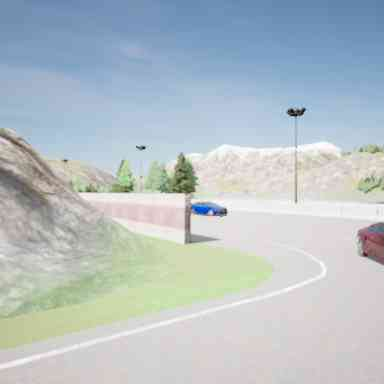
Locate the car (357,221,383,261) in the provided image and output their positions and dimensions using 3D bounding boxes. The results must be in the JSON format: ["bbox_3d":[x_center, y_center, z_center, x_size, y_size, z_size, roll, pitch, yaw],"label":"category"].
[{"bbox_3d":[7.072,1.741,11.112,1.812,1.442,4.674,1,0,8],"label":"car"}]

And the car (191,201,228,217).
[{"bbox_3d":[1.709,1.710,35.038,1.882,1.535,5.008,0,0,-36],"label":"car"}]
